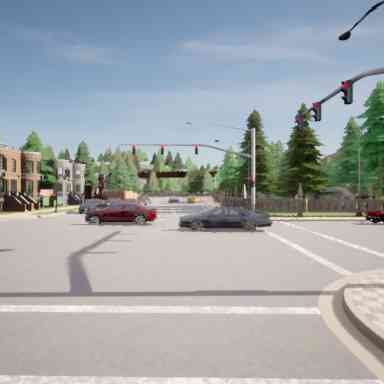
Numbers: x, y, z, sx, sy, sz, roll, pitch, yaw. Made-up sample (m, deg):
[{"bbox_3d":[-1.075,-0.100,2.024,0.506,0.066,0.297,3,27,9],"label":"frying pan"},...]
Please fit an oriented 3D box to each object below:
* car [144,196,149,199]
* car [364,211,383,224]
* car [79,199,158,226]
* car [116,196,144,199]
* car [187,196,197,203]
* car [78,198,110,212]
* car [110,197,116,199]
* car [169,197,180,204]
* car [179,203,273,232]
[{"bbox_3d":[-7.082,1.349,47.478,2.097,1.767,4.553,0,0,0],"label":"car"},{"bbox_3d":[14.556,1.599,22.885,4.718,1.301,1.895,0,0,0],"label":"car"},{"bbox_3d":[-4.876,1.476,23.174,5.008,1.535,1.882,0,0,2],"label":"car"},{"bbox_3d":[-7.085,1.503,38.277,1.837,1.490,4.892,0,0,0],"label":"car"},{"bbox_3d":[0.063,1.474,64.967,1.882,1.535,5.008,0,0,0],"label":"car"},{"bbox_3d":[-10.595,1.503,35.564,1.837,1.490,4.892,0,0,0],"label":"car"},{"bbox_3d":[-10.597,1.489,44.980,2.128,1.511,4.902,0,0,0],"label":"car"},{"bbox_3d":[-3.437,1.597,65.085,1.895,1.301,4.718,0,0,0],"label":"car"},{"bbox_3d":[1.923,1.546,19.446,5.357,1.411,2.033,0,0,1],"label":"car"}]
